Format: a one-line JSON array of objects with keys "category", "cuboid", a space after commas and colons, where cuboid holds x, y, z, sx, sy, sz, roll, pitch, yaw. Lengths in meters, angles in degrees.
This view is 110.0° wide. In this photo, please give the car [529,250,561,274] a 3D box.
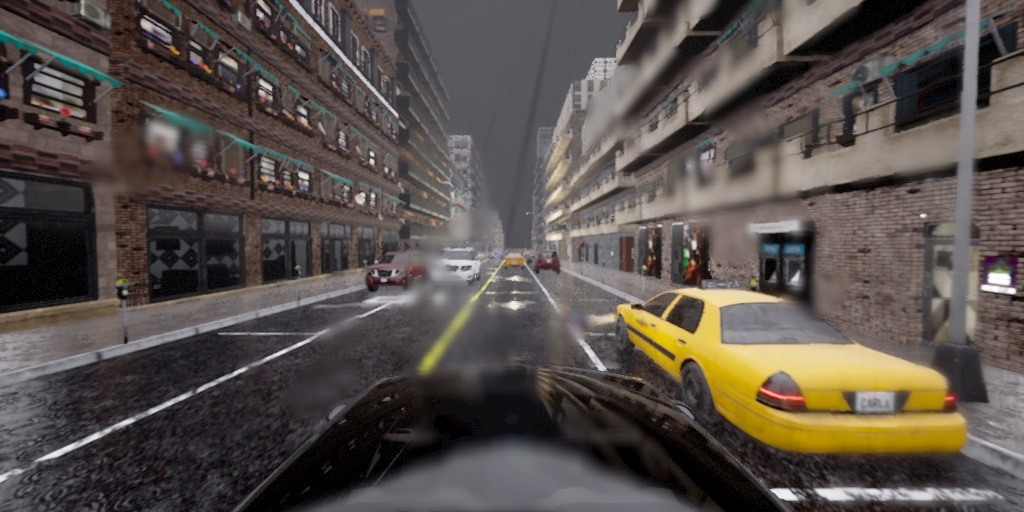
[{"category": "car", "cuboid": [2.819, 0.440, 29.560, 2.192, 1.841, 5.009, 0, 0, 0]}]

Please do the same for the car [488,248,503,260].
[{"category": "car", "cuboid": [-2.711, -0.358, 63.466, 2.150, 2.045, 5.566, 0, 1, 0]}]

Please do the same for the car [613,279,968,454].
[{"category": "car", "cuboid": [3.018, 1.120, 5.528, 1.801, 1.575, 5.366, 0, 1, 0]}]

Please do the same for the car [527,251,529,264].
[{"category": "car", "cuboid": [2.898, 0.312, 46.547, 1.948, 1.339, 4.313, 0, 0, 0]}]

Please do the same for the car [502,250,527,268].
[{"category": "car", "cuboid": [0.257, 0.436, 36.947, 1.882, 1.535, 5.008, 0, 2, 1]}]

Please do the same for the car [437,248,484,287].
[{"category": "car", "cuboid": [-3.010, 0.548, 20.469, 2.150, 2.045, 5.566, 0, 1, 0]}]

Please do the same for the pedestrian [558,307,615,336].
[{"category": "pedestrian", "cuboid": [2.064, 1.646, 8.929, 1.860, 0.375, 0.375, 0, 42, 17]}]

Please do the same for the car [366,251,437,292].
[{"category": "car", "cuboid": [-5.614, 0.689, 18.306, 2.192, 1.841, 5.009, 0, 0, 0]}]
